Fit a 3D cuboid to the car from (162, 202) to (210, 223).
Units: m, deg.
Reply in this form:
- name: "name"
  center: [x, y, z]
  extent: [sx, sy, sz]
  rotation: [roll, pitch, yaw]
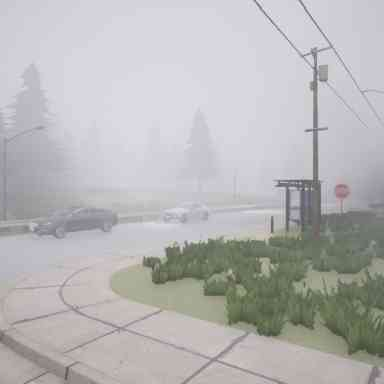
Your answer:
- name: "car"
  center: [-0.340, 1.526, 25.856]
  extent: [1.812, 1.442, 4.674]
  rotation: [0, 0, 36]

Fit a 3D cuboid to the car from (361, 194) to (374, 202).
- name: "car"
  center: [40.389, 1.355, 76.486]
  extent: [2.097, 1.767, 4.553]
  rotation: [0, 0, 36]

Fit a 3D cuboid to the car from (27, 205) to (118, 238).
- name: "car"
  center: [-6.184, 1.492, 17.782]
  extent: [2.128, 1.511, 4.902]
  rotation: [0, 0, 36]
